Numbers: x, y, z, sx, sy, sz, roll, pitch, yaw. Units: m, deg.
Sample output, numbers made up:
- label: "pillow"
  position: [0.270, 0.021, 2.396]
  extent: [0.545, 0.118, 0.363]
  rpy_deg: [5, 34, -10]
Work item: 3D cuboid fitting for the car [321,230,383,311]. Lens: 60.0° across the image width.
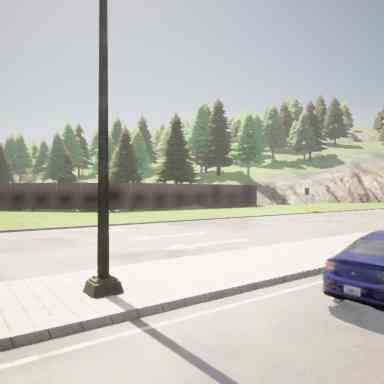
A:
- label: "car"
  position: [4.625, 1.526, 7.047]
  extent: [4.674, 1.442, 1.812]
  rpy_deg: [0, 0, -35]
